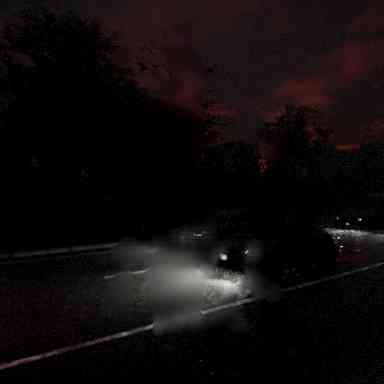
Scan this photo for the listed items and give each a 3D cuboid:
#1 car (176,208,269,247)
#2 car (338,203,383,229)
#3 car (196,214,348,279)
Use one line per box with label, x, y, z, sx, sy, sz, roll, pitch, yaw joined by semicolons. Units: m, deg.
car;1.654;1.460;13.659;4.892;1.490;1.837;0;0;-35
car;10.913;1.363;20.268;5.357;1.411;2.033;-1;1;-35
car;2.479;1.530;9.970;4.181;1.385;1.994;0;0;-35
